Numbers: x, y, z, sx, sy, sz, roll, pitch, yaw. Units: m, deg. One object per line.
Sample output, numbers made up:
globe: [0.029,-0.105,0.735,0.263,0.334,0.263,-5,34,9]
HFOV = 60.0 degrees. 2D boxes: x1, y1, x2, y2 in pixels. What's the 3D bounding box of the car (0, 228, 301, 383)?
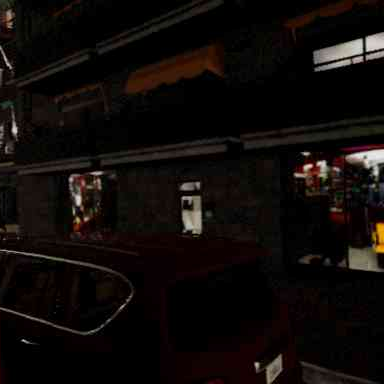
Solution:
car: [-1.371,1.351,3.715,5.009,1.841,2.192,-1,-1,35]
